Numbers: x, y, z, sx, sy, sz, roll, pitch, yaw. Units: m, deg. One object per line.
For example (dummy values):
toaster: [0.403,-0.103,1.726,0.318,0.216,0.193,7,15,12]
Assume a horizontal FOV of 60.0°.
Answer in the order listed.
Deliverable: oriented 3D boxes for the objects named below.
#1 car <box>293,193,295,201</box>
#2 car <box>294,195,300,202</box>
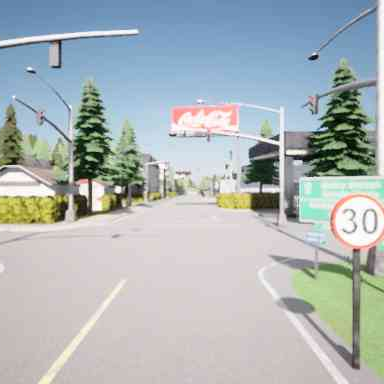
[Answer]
car: [22.876,1.112,76.214,1.932,1.855,4.605,0,0,0]
car: [22.882,1.396,67.735,1.970,1.475,3.806,0,0,0]
